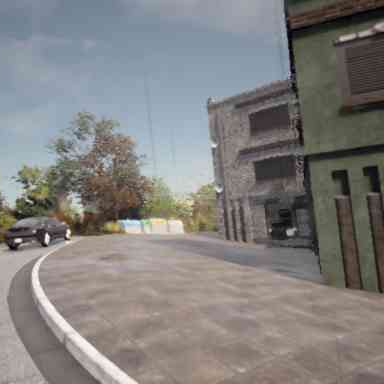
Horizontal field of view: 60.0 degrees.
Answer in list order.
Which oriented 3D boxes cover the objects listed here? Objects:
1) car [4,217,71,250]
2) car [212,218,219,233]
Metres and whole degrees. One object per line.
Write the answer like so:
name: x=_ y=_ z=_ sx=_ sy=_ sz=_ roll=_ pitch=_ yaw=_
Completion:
car: x=-8.164 y=2.114 z=17.999 sx=1.837 sy=1.490 sz=4.892 roll=-5 pitch=-2 yaw=0
car: x=4.862 y=4.599 z=46.203 sx=2.150 sy=2.045 sz=5.566 roll=-8 pitch=-9 yaw=32
